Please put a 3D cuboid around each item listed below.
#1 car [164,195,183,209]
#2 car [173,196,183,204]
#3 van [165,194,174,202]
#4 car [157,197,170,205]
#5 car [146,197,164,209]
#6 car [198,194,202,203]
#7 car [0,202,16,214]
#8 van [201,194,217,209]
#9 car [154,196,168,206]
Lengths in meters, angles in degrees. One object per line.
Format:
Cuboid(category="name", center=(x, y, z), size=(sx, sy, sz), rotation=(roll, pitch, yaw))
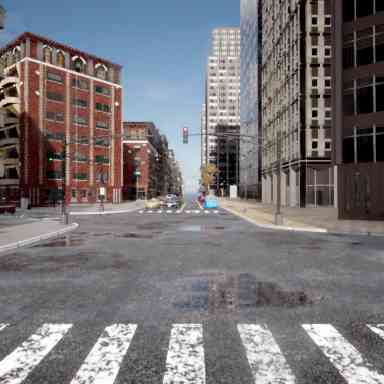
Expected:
Cuboid(category="car", center=(-2.812, 1.537, 45.981), size=(2.128, 1.511, 4.902), rotation=(0, 0, 2))
Cuboid(category="car", center=(-2.774, 1.621, 66.435), size=(1.812, 1.442, 4.674), rotation=(0, 0, 1))
Cuboid(category="van", center=(-5.311, 1.474, 79.105), size=(1.690, 1.788, 3.998), rotation=(0, 0, 0))
Cuboid(category="car", center=(-5.312, 1.650, 62.449), size=(1.947, 1.339, 4.313), rotation=(0, 0, 0))
Cuboid(category="car", center=(-5.311, 1.570, 45.621), size=(1.752, 1.417, 4.829), rotation=(0, 0, 0))
Cuboid(category="car", center=(2.568, 1.645, 68.001), size=(1.887, 1.381, 4.507), rotation=(0, 0, 0))
Cuboid(category="car", center=(-21.145, 1.790, 36.464), size=(4.718, 1.301, 1.895), rotation=(-1, -1, 41))
Cuboid(category="van", center=(2.570, 1.386, 45.791), size=(1.690, 1.788, 3.998), rotation=(0, 0, 0))
Cuboid(category="car", center=(-5.311, 1.510, 56.897), size=(1.967, 1.590, 4.097), rotation=(0, 0, 0))
